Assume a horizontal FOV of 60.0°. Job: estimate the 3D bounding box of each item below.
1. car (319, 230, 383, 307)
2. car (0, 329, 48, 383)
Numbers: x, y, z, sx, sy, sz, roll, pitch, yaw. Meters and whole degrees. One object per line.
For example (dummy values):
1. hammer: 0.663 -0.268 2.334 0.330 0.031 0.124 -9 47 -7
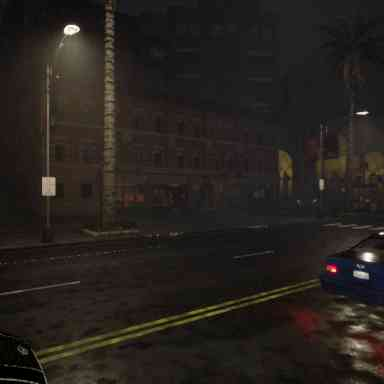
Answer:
1. car: 5.104 1.547 7.481 5.357 1.411 2.033 0 0 -36
2. car: -3.036 1.354 1.517 4.553 1.767 2.097 0 0 -36
